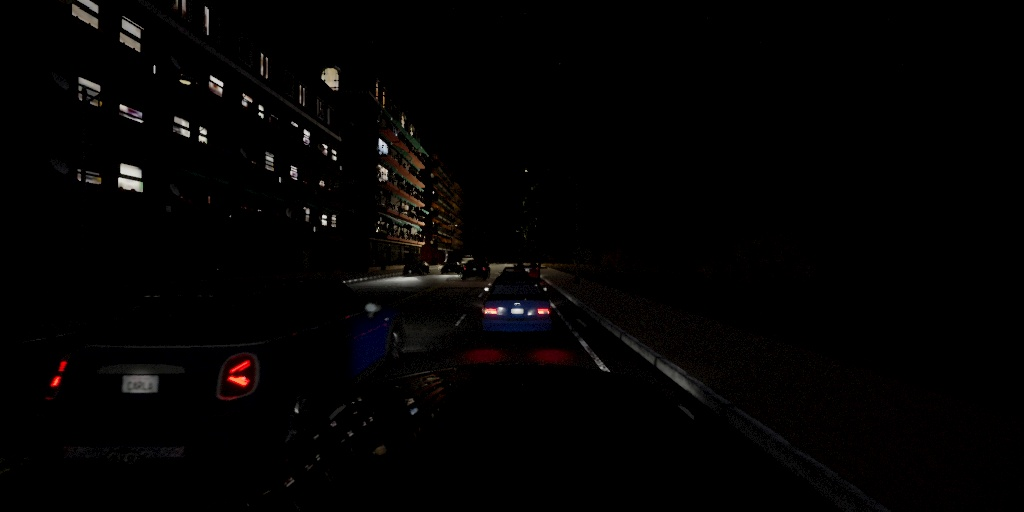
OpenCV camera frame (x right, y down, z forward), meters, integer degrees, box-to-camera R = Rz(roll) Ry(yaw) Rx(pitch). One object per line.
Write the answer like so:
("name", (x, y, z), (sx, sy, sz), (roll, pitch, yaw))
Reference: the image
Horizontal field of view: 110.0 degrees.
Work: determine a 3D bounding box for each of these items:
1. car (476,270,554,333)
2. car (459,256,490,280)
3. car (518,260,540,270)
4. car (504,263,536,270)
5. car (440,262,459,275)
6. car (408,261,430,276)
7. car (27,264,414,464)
("car", (0.118, 1.299, 10.627), (2.033, 1.411, 5.357), (0, 0, 0))
("car", (-3.094, 1.106, 31.751), (2.097, 1.767, 4.553), (0, 0, 0))
("car", (1.191, 1.105, 29.895), (2.097, 1.767, 4.553), (0, 0, 0))
("car", (0.130, 1.317, 20.961), (1.994, 1.385, 4.181), (0, 0, 1))
("car", (-6.528, 1.317, 39.294), (1.994, 1.385, 4.181), (0, 0, 0))
("car", (-9.783, 1.245, 36.937), (2.128, 1.511, 4.902), (0, 0, 0))
("car", (-3.145, 1.103, 5.164), (2.097, 1.767, 4.553), (0, 0, 0))
